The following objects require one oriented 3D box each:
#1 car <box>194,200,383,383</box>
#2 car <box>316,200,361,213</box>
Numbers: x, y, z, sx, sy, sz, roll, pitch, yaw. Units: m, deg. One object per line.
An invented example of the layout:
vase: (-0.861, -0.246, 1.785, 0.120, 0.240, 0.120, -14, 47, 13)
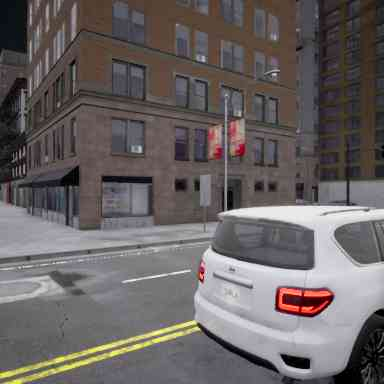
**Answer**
car: (2.645, 1.222, 5.312, 5.566, 2.045, 2.150, 0, 0, -35)
car: (16.982, 1.597, 38.728, 1.947, 1.339, 4.313, 0, 0, -35)
